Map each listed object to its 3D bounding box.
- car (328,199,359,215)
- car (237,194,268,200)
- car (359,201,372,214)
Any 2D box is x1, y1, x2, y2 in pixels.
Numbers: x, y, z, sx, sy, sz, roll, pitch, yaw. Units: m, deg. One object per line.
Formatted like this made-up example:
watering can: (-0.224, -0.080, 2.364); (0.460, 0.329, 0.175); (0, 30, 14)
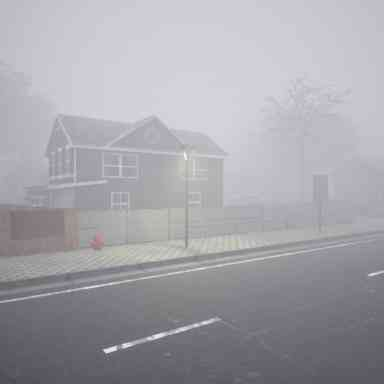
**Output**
car: (13.515, 1.522, 33.348); (2.128, 1.511, 4.902); (0, 0, -35)
car: (7.801, 1.268, 41.441); (2.150, 2.045, 5.566); (0, 0, -35)
car: (16.060, 1.521, 34.674); (2.128, 1.511, 4.902); (0, 0, -34)
